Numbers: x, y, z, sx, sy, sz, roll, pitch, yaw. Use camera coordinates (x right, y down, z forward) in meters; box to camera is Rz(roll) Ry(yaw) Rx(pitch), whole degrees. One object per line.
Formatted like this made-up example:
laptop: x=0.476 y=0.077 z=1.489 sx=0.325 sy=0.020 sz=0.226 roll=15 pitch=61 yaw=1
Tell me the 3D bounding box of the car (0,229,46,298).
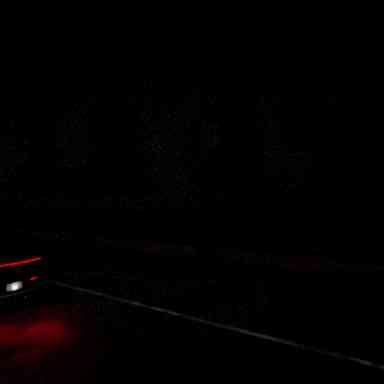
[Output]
car: x=-5.407 y=1.594 z=7.804 sx=4.892 sy=1.490 sz=1.837 roll=-1 pitch=0 yaw=35
